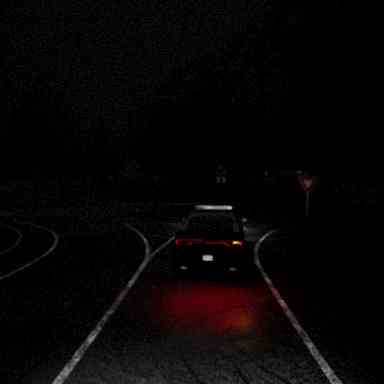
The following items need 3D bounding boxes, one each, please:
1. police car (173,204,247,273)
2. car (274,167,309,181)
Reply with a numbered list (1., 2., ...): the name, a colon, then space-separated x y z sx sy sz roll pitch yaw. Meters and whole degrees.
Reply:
1. police car: 0.677 1.192 10.311 1.930 1.638 5.238 0 3 7
2. car: 15.478 -2.925 51.985 2.150 2.045 5.566 -3 7 -36
